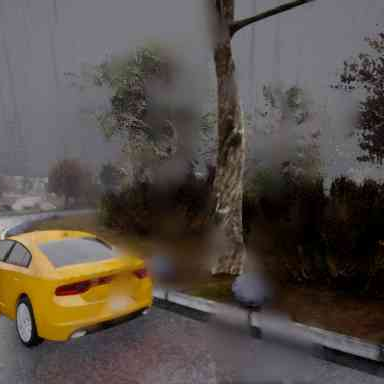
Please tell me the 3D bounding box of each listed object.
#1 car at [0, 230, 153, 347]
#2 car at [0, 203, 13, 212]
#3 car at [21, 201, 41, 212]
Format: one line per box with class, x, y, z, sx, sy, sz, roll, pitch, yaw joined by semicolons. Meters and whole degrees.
car;-2.873;1.497;6.524;5.008;1.535;1.882;0;0;43
car;-28.075;2.288;48.922;1.994;1.385;4.181;0;-1;-7
car;-25.285;2.224;52.397;1.882;1.535;5.008;0;-1;-11
